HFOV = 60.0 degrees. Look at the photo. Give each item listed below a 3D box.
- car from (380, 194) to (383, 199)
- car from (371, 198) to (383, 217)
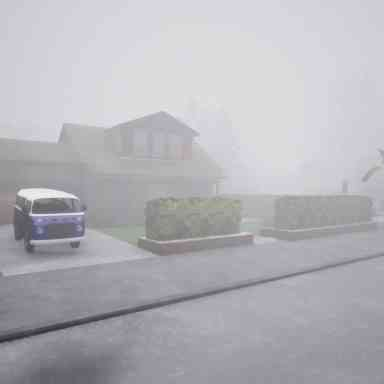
[{"bbox_3d":[24.018,0.986,40.753,3.866,1.878,1.905,0,0,0],"label":"car"},{"bbox_3d":[13.020,1.491,28.206,2.128,1.511,4.902,0,0,-35],"label":"car"}]
